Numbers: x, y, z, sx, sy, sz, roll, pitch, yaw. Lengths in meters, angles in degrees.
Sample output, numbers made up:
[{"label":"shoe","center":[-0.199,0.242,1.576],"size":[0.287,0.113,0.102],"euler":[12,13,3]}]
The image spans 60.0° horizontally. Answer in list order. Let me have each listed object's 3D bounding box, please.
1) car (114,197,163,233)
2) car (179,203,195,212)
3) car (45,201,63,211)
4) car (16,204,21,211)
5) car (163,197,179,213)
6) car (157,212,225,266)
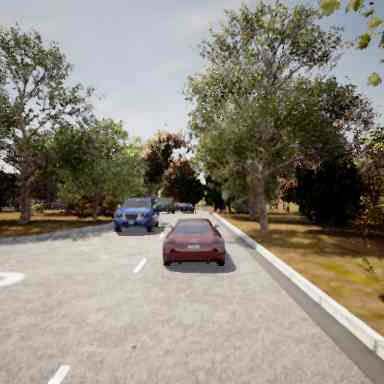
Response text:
[{"label":"car","center":[-3.332,1.377,21.031],"size":[2.150,2.045,5.566],"euler":[0,-1,0]},{"label":"car","center":[-1.176,2.146,45.226],"size":[1.895,1.301,4.718],"euler":[1,-1,-18]},{"label":"car","center":[-20.708,2.184,50.853],"size":[4.892,1.490,1.837],"euler":[0,-1,0]},{"label":"car","center":[-26.299,2.264,54.487],"size":[5.008,1.535,1.882],"euler":[0,-2,6]},{"label":"car","center":[-3.523,1.694,41.973],"size":[2.150,2.045,5.566],"euler":[1,-1,-13]},{"label":"car","center":[0.064,1.623,11.830],"size":[1.994,1.385,4.181],"euler":[-1,-1,0]}]
